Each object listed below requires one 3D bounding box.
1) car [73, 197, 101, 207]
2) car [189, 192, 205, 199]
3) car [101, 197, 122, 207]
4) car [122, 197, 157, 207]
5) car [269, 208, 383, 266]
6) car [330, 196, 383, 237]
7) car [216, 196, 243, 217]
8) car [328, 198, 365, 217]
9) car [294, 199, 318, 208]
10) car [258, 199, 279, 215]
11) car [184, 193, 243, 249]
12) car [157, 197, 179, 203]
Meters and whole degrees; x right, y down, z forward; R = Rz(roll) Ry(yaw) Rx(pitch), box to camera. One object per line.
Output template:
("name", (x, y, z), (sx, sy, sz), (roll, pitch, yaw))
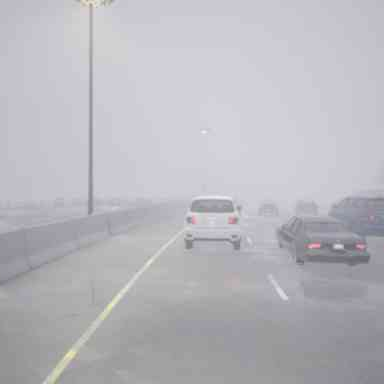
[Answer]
("car", (-14.343, 1.363, 46.718), (2.033, 1.411, 5.357), (0, 0, 16))
("car", (1.225, 0.871, 84.365), (2.097, 1.767, 4.553), (0, 0, 29))
("car", (-10.525, 1.385, 47.284), (1.994, 1.385, 4.181), (0, 0, 17))
("car", (-7.171, 1.377, 46.456), (2.033, 1.411, 5.357), (0, 0, 16))
("car", (4.173, 1.516, 11.482), (2.033, 1.411, 5.357), (0, 0, 5))
("car", (8.125, 1.184, 15.666), (2.150, 2.045, 5.566), (0, 0, 6))
("car", (3.546, 1.255, 30.801), (2.097, 1.767, 4.553), (0, 0, 12))
("car", (14.384, 1.413, 31.265), (2.128, 1.511, 4.902), (0, 0, 12))
("car", (11.134, 1.388, 32.741), (1.882, 1.535, 5.008), (0, 0, 13))
("car", (7.398, 1.431, 32.162), (1.812, 1.442, 4.674), (0, 0, 12))
("car", (0.978, 1.174, 14.504), (2.150, 2.045, 5.566), (0, 0, 6))
("car", (-3.316, 1.383, 47.040), (2.033, 1.411, 5.357), (0, 0, 17))
